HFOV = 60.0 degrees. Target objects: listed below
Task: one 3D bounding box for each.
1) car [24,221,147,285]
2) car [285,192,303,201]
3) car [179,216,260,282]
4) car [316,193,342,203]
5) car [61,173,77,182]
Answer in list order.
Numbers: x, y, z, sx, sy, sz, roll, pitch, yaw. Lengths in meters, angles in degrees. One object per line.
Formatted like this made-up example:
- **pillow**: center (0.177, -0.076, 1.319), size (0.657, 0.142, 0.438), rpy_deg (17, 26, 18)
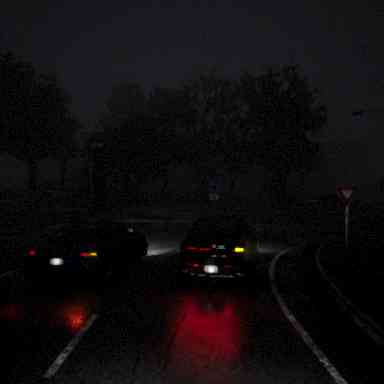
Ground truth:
- **car**: center (-2.714, 1.509, 9.432), size (1.994, 1.385, 4.181), rpy_deg (0, 1, 9)
- **car**: center (16.029, 0.746, 53.977), size (1.812, 1.442, 4.674), rpy_deg (-1, 2, -23)
- **car**: center (0.938, 1.457, 9.765), size (1.837, 1.490, 4.892), rpy_deg (0, 0, 12)
- **car**: center (20.626, 0.890, 50.290), size (1.994, 1.385, 4.181), rpy_deg (0, 2, -15)
- **car**: center (-31.089, -3.598, 87.596), size (2.231, 1.521, 4.892), rpy_deg (7, 6, 28)
